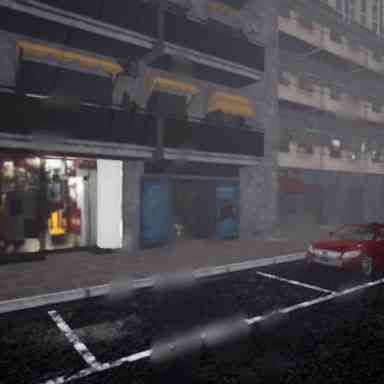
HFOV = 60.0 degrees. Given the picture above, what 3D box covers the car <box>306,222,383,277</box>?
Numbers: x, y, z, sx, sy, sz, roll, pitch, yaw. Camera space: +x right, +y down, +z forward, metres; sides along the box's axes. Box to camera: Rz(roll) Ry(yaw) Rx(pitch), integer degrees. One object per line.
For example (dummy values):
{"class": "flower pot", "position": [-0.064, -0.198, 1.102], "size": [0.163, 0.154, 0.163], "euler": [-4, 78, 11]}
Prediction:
{"class": "car", "position": [5.365, 1.633, 10.389], "size": [4.206, 1.307, 1.802], "euler": [0, 0, -36]}
